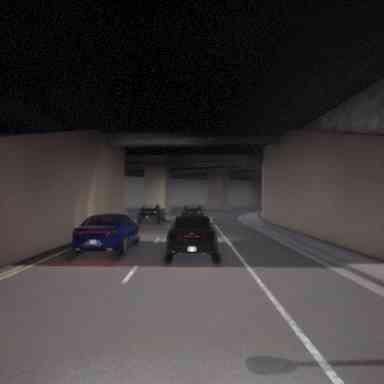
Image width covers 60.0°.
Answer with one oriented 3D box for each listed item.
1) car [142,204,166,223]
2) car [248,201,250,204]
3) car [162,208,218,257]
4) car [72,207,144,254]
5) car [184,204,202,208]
[{"bbox_3d":[-3.380,1.795,28.469,2.128,1.511,4.902,0,0,3],"label":"car"},{"bbox_3d":[14.030,2.100,70.481,4.553,1.767,2.097,0,-1,-25],"label":"car"},{"bbox_3d":[0.014,1.651,13.480,1.837,1.490,4.892,0,0,0],"label":"car"},{"bbox_3d":[-3.480,1.629,14.208,1.882,1.535,5.008,0,0,0],"label":"car"},{"bbox_3d":[0.117,1.795,28.468,2.128,1.511,4.902,0,0,3],"label":"car"}]
